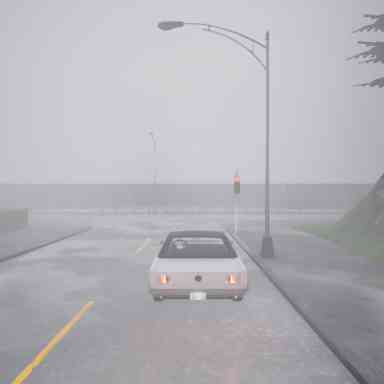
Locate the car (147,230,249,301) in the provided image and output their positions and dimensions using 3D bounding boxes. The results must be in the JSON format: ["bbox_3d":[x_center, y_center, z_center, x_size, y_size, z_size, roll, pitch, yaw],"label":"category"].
[{"bbox_3d":[0.118,1.601,8.256,1.895,1.301,4.718,0,0,0],"label":"car"}]
